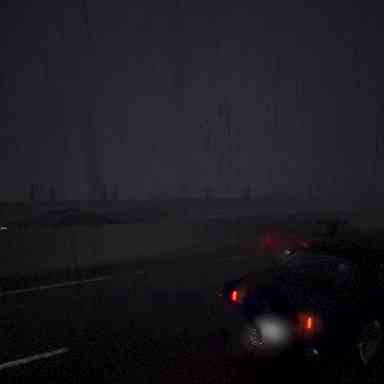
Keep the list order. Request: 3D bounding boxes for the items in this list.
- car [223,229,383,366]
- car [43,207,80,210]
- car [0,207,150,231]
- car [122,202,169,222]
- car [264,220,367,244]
[{"bbox_3d":[2.889,1.600,5.808,4.718,1.301,1.895,0,0,-36],"label":"car"},{"bbox_3d":[-6.750,1.503,16.374,4.892,1.490,1.837,0,0,-35],"label":"car"},{"bbox_3d":[-4.686,1.546,13.548,5.357,1.411,2.033,0,0,-36],"label":"car"},{"bbox_3d":[-3.935,1.475,22.682,5.008,1.535,1.882,0,0,-35],"label":"car"},{"bbox_3d":[4.736,1.599,11.425,4.718,1.301,1.895,0,0,-36],"label":"car"}]
